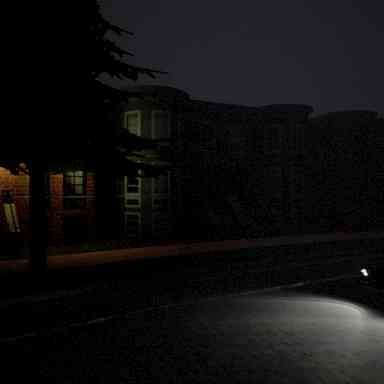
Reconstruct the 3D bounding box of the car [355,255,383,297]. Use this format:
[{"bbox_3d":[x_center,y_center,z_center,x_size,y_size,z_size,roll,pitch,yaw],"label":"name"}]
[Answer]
[{"bbox_3d":[6.119,1.547,7.304,5.357,1.411,2.033,0,0,-26],"label":"car"}]
